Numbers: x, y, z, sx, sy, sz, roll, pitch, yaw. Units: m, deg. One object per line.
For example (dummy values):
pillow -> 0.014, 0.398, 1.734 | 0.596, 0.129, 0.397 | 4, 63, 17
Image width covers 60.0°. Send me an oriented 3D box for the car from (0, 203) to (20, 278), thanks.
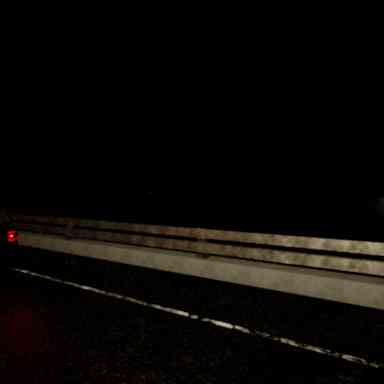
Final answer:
car -> -6.803, 1.218, 8.849 | 5.566, 2.045, 2.150 | 0, 0, 36
